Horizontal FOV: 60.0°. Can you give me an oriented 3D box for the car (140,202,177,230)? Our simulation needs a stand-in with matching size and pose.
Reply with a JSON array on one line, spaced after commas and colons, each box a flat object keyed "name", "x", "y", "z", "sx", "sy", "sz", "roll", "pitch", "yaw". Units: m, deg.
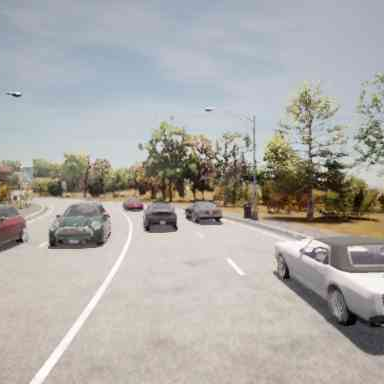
[{"name": "car", "x": -2.046, "y": 1.423, "z": 20.677, "sx": 1.837, "sy": 1.490, "sz": 4.892, "roll": 0, "pitch": 0, "yaw": -10}]

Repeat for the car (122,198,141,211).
[{"name": "car", "x": -6.850, "y": 1.419, "z": 38.489, "sx": 1.994, "sy": 1.385, "sz": 4.181, "roll": 0, "pitch": 0, "yaw": -19}]

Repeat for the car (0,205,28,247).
[{"name": "car", "x": -8.088, "y": 1.319, "z": 12.747, "sx": 2.097, "sy": 1.767, "sz": 4.553, "roll": 0, "pitch": 0, "yaw": -7}]

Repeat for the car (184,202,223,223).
[{"name": "car", "x": 0.746, "y": 1.444, "z": 24.793, "sx": 2.033, "sy": 1.411, "sz": 5.357, "roll": 0, "pitch": 0, "yaw": -12}]

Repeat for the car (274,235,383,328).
[{"name": "car", "x": 3.240, "y": 1.562, "z": 6.944, "sx": 1.895, "sy": 1.301, "sz": 4.718, "roll": 0, "pitch": 0, "yaw": -3}]

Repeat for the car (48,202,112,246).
[{"name": "car", "x": -4.845, "y": 1.301, "z": 14.938, "sx": 2.097, "sy": 1.767, "sz": 4.553, "roll": 0, "pitch": 0, "yaw": -8}]
